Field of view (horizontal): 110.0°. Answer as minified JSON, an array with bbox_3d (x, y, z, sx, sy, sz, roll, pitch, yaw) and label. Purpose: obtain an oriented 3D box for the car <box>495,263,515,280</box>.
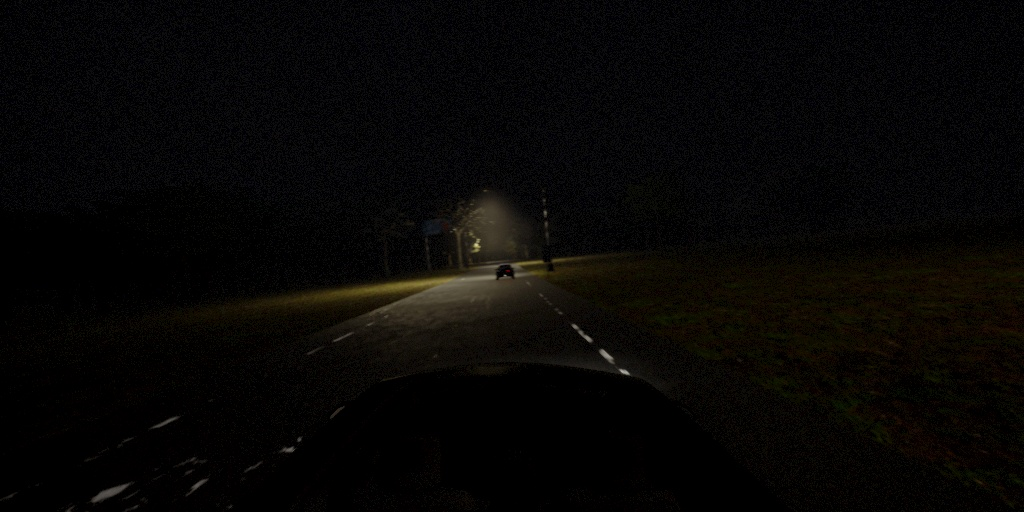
[{"bbox_3d":[-0.717,1.649,37.457,1.837,1.490,4.892,-5,0,-1],"label":"car"}]
